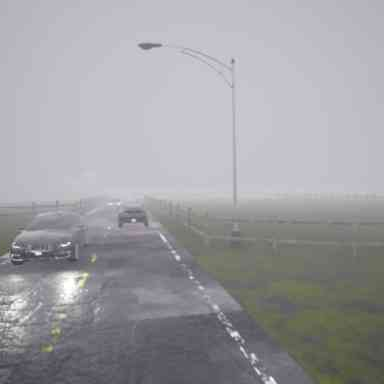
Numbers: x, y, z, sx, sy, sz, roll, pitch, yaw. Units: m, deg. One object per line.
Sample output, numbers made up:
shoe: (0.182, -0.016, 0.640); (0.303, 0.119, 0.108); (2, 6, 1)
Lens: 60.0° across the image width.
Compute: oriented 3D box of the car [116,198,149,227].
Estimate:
car: (-3.944, 1.415, 22.304); (1.837, 1.490, 4.892); (-1, 1, -11)

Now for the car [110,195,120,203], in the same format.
car: (-14.791, 1.263, 64.042); (1.882, 1.535, 5.008); (-1, 0, -11)

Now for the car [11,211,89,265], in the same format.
car: (-4.848, 1.504, 11.921); (1.837, 1.490, 4.892); (-1, 0, -11)

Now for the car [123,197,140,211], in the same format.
car: (-7.082, 1.368, 38.764); (1.812, 1.442, 4.674); (-1, 0, -11)
